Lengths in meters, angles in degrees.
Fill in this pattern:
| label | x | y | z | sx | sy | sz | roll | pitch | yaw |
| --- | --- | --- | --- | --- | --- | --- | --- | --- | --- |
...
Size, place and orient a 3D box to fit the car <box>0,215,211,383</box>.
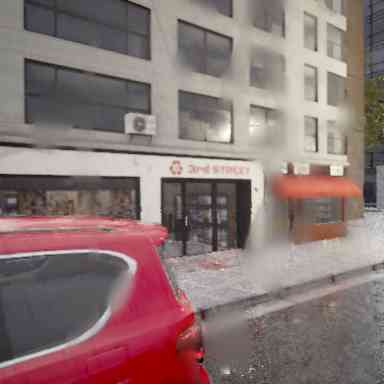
| label | x | y | z | sx | sy | sz | roll | pitch | yaw |
| --- | --- | --- | --- | --- | --- | --- | --- | --- | --- |
| car | -2.463 | 1.228 | 1.621 | 5.566 | 2.045 | 2.150 | 0 | 0 | -36 |
